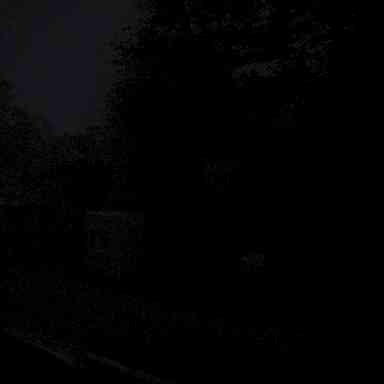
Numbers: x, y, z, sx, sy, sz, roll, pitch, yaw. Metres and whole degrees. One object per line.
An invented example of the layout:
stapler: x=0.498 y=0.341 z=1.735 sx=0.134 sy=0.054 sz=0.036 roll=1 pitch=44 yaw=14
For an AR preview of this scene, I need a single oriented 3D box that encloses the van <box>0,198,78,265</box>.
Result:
van: x=-5.945 y=1.255 z=11.555 sx=1.878 sy=1.987 sz=4.442 roll=1 pitch=-1 yaw=16
